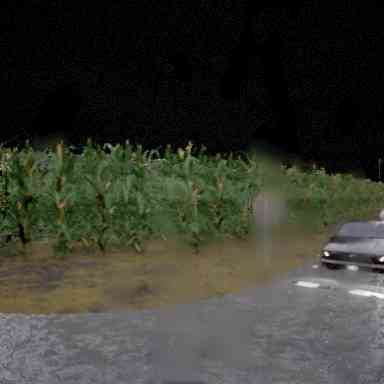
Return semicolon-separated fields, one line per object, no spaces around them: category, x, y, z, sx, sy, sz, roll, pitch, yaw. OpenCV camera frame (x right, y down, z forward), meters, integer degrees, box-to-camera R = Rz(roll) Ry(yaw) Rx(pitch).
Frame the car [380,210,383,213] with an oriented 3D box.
car;11.562;1.702;19.027;1.812;1.442;4.674;-1;-1;36

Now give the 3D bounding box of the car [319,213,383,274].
car;5.800;1.647;11.000;2.033;1.411;5.357;-1;-1;36
